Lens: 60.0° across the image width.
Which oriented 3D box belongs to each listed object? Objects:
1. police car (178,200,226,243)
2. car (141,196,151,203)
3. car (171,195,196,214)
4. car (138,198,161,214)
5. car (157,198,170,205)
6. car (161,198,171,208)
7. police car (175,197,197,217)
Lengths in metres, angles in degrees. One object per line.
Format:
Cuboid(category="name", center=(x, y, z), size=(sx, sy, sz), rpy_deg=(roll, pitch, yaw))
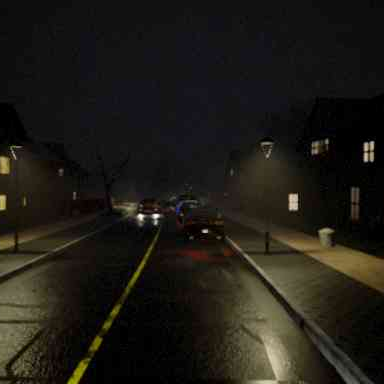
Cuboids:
Cuboid(category="police car", center=(0.439, 1.422, 16.333), size=(1.930, 1.638, 5.238), rpy_deg=(0, 0, -3))
Cuboid(category="car", center=(-10.930, 1.780, 78.173), size=(2.033, 1.411, 5.357), rpy_deg=(0, 0, -11))
Cuboid(category="car", center=(-0.610, 1.269, 32.323), size=(2.150, 2.045, 5.566), rpy_deg=(0, 0, -5))
Cuboid(category="car", center=(-4.748, 1.436, 36.721), size=(2.097, 1.767, 4.553), rpy_deg=(0, 0, -6))
Cuboid(category="car", center=(-5.556, 1.812, 64.481), size=(1.994, 1.385, 4.181), rpy_deg=(0, 0, -10))
Cuboid(category="car", center=(-3.438, 1.744, 50.522), size=(1.895, 1.301, 4.718), rpy_deg=(0, 0, -8))
Cuboid(category="police car", center=(-0.142, 1.447, 26.382), size=(1.930, 1.638, 5.238), rpy_deg=(0, 0, -4))
